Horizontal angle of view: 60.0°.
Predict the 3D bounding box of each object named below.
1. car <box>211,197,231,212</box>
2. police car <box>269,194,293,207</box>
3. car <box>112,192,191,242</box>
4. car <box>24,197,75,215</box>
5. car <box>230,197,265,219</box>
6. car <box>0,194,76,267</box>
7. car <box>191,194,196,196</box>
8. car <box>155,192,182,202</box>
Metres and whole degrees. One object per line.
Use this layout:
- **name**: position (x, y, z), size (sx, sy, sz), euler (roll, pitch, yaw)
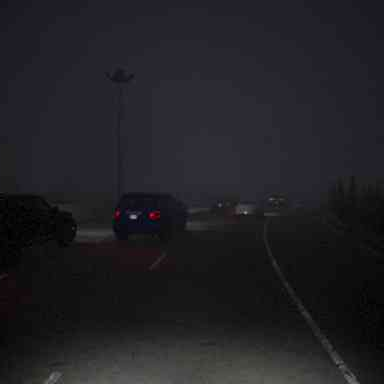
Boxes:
- **car**: position (3.340, 1.171, 32.594), size (1.994, 1.385, 4.181), euler (0, 1, 22)
- **police car**: position (10.814, 1.033, 40.225), size (2.038, 1.542, 4.974), euler (1, 1, 28)
- **car**: position (-1.766, 1.026, 15.454), size (2.150, 2.045, 5.566), euler (0, 1, 10)
- **car**: position (-12.677, 1.167, 29.937), size (1.994, 1.385, 4.181), euler (0, 1, 18)
- **car**: position (4.469, 1.222, 25.570), size (1.812, 1.442, 4.674), euler (0, 0, 17)
- **car**: position (-5.995, 1.071, 11.077), size (2.150, 2.045, 5.566), euler (0, 1, 8)
- **car**: position (-0.744, 0.926, 48.747), size (1.812, 1.442, 4.674), euler (1, 1, 30)
- **car**: position (-3.941, 0.820, 56.993), size (2.128, 1.511, 4.902), euler (1, 1, 33)
